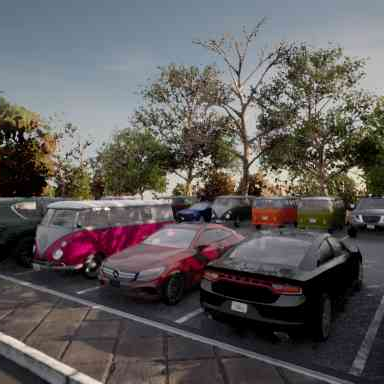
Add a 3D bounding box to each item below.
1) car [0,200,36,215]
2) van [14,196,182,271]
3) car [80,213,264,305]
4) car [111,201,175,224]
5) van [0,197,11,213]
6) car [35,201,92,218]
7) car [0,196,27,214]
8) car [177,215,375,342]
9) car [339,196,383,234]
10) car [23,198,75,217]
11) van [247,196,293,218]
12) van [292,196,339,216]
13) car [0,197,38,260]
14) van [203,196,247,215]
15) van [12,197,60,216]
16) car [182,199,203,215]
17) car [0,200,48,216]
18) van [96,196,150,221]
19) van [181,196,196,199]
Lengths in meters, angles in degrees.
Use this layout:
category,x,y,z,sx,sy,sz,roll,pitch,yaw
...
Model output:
category,x,y,z,sx,sy,sz,roll,pitch,yaw
car,-21.789,1.823,39.692,1.946,1.575,5.366,-1,-1,36
van,-2.471,1.234,9.859,1.878,1.987,4.442,0,0,36
car,-0.145,1.509,8.340,2.002,1.452,4.674,0,0,36
car,-3.771,1.536,26.793,1.946,1.575,5.366,-1,-1,36
van,-26.217,1.695,43.235,1.878,1.987,4.442,-1,-1,36
car,-12.779,1.683,33.463,2.097,1.535,5.008,-1,-1,36
car,-23.919,1.616,41.479,2.435,2.045,5.566,-1,-1,36
car,2.107,1.477,6.718,2.097,1.535,5.008,0,0,36
car,9.715,1.225,17.329,2.435,2.045,5.566,0,0,36
car,-14.946,1.591,34.982,2.185,1.767,4.553,-1,-1,36
van,5.396,1.233,20.600,1.878,1.987,4.442,0,0,36
van,7.547,1.241,19.060,1.878,1.987,4.442,0,0,36
car,-4.644,1.199,11.593,2.435,2.045,5.566,0,0,36
van,2.900,1.224,22.100,1.878,1.987,4.442,0,0,36
van,-17.113,1.527,36.716,1.878,1.987,4.442,-1,-1,36
car,0.842,1.468,23.723,2.097,1.535,5.008,-1,-1,36
car,-19.435,1.789,38.227,2.231,1.521,4.892,-1,-1,36
van,-5.851,1.349,28.653,1.878,1.987,4.442,-1,-1,36
van,-1.484,1.277,25.238,1.878,1.987,4.442,-1,-1,36
